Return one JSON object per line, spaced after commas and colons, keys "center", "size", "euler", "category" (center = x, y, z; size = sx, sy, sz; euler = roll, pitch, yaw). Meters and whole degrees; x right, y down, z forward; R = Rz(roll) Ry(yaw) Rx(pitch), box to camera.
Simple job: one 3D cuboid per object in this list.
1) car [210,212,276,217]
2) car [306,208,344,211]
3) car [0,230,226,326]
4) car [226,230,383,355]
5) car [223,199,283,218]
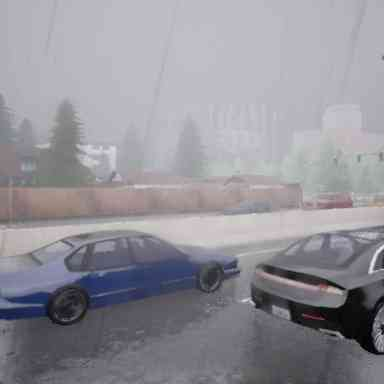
{"center": [2.868, 1.477, 18.933], "size": [4.181, 1.385, 1.994], "euler": [0, 0, -35], "category": "car"}
{"center": [12.227, 1.043, 29.888], "size": [5.566, 2.045, 2.150], "euler": [-1, 0, -35], "category": "car"}
{"center": [-1.453, 1.529, 7.014], "size": [5.357, 1.411, 2.033], "euler": [0, 0, -35], "category": "car"}
{"center": [3.213, 1.452, 6.040], "size": [4.902, 1.511, 2.128], "euler": [0, 0, -36], "category": "car"}
{"center": [5.436, 1.407, 29.359], "size": [5.357, 1.411, 2.033], "euler": [0, 0, -35], "category": "car"}
